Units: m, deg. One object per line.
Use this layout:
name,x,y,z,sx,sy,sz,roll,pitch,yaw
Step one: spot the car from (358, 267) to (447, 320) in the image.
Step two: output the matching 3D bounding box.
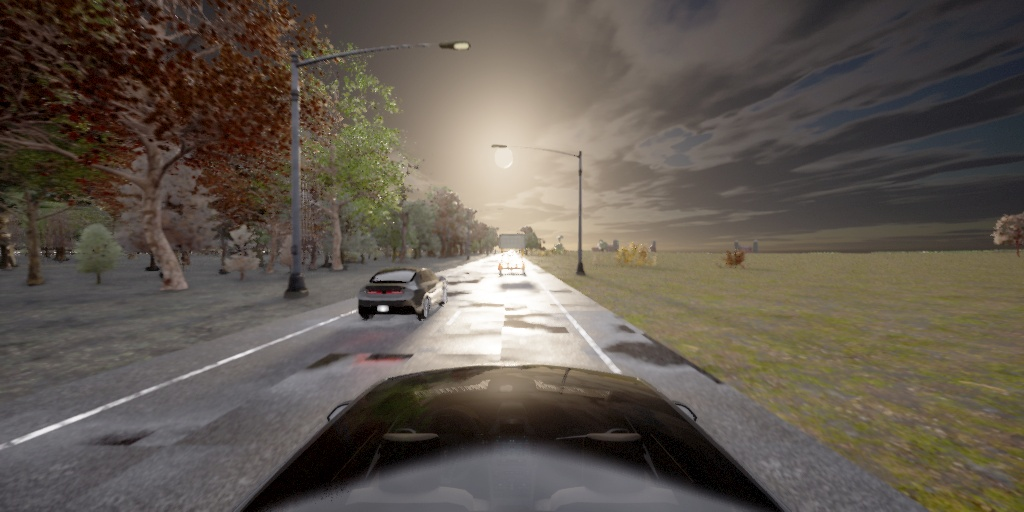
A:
car,-3.395,1.102,11.859,1.837,1.490,4.892,0,1,0

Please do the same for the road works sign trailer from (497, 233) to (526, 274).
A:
road works sign trailer,0.021,-0.242,32.112,2.380,3.560,2.880,0,0,0
